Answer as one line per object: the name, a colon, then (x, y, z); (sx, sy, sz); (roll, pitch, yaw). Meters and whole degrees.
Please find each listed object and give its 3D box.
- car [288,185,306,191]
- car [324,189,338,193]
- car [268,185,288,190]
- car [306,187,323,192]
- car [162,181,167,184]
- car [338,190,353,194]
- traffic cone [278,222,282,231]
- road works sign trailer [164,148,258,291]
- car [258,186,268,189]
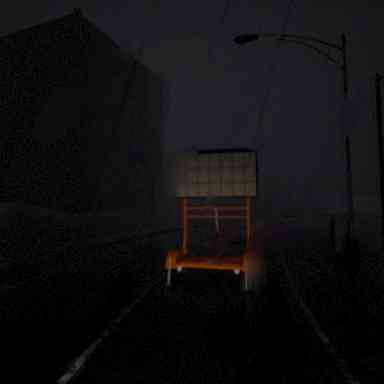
car: (22.997, -0.685, 76.068); (4.553, 1.767, 2.185); (3, -6, -27)
car: (32.828, -0.012, 81.493); (4.674, 1.452, 2.002); (3, -6, -30)
car: (18.083, -0.795, 73.544); (5.008, 1.535, 2.097); (3, -6, -26)
car: (28.030, -0.276, 78.778); (4.792, 1.488, 2.163); (3, -6, -28)
car: (-7.031, -1.880, 62.258); (4.553, 1.767, 2.185); (2, -6, -23)
car: (37.482, 0.209, 84.265); (4.892, 1.521, 2.231); (3, -6, -31)
traffic cone: (5.714, 2.256, 21.673); (0.340, 0.580, 0.340); (-2, -2, 16)
road works sign trailer: (0.725, 0.581, 9.562); (2.380, 3.560, 2.880); (-1, -1, 16)
car: (13.094, -0.981, 71.122); (4.674, 1.452, 2.002); (2, -6, -25)
